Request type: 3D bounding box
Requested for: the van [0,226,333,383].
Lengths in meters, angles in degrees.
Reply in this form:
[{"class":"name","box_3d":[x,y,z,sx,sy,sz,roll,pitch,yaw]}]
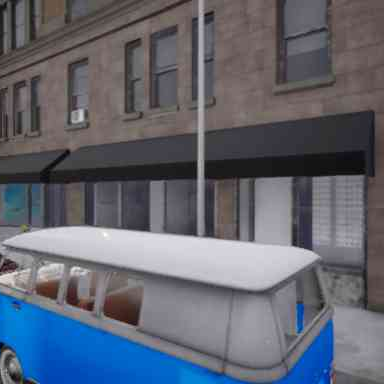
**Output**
[{"class":"van","box_3d":[-0.618,1.343,3.518,3.998,1.788,1.690,0,0,35]}]
